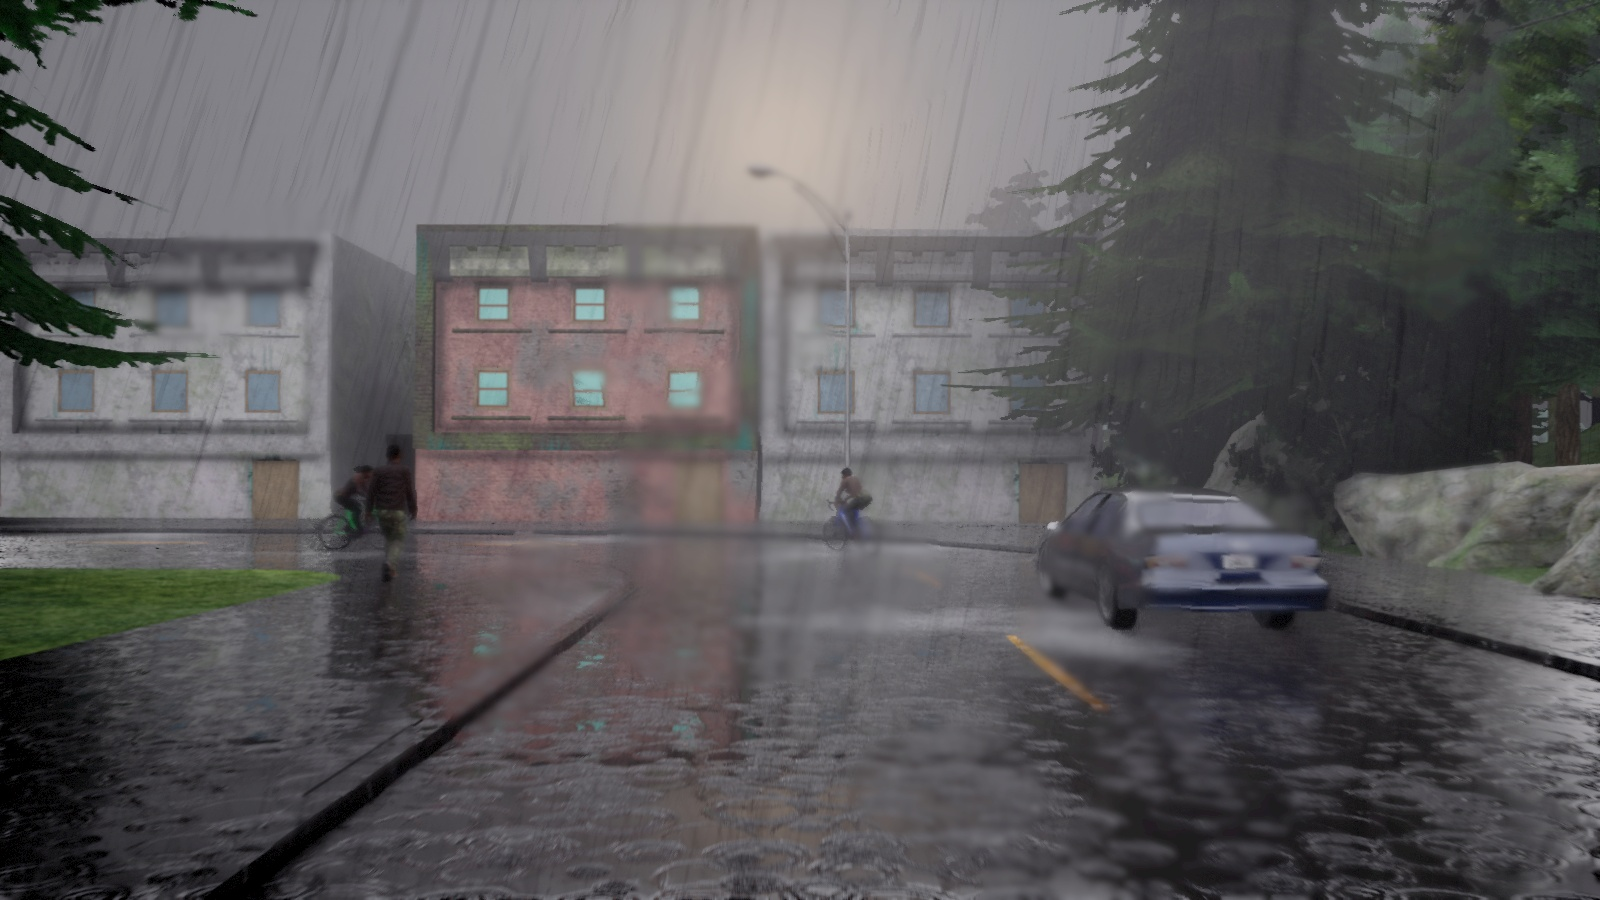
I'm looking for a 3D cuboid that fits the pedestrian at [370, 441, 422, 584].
[{"bbox_3d":[-5.312,0.816,16.547,0.431,1.840,0.703,0,-1,3],"label":"pedestrian"}]

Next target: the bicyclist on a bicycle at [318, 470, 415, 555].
[{"bbox_3d":[-8.344,1.196,24.193,1.656,1.620,0.582,0,0,2],"label":"bicyclist on a bicycle"}]

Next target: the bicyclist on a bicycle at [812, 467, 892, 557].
[{"bbox_3d":[0.969,1.156,23.862,0.582,1.620,1.656,-1,-1,-36],"label":"bicyclist on a bicycle"}]

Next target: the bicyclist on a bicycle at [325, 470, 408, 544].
[{"bbox_3d":[-9.706,1.266,28.128,1.656,1.620,0.582,-1,-1,3],"label":"bicyclist on a bicycle"}]

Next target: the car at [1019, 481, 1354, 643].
[{"bbox_3d":[3.952,1.075,13.995,2.033,1.411,5.357,0,-1,0],"label":"car"}]
